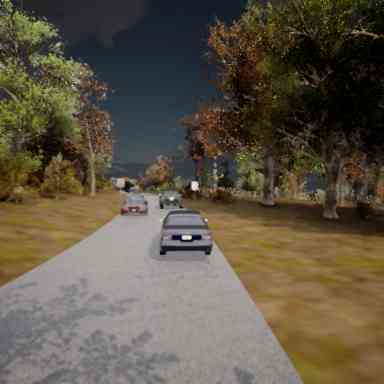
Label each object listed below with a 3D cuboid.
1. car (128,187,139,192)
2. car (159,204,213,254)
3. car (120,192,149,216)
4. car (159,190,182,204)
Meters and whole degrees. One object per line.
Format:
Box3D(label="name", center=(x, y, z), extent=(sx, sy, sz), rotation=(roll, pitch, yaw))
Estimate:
Box3D(label="car", center=(-11.492, -0.236, 65.163), extent=(1.994, 1.385, 4.181), rotation=(2, 1, -14))
Box3D(label="car", center=(-0.302, 1.423, 12.897), extent=(2.033, 1.411, 5.357), rotation=(0, 1, -3))
Box3D(label="car", center=(-4.252, 1.006, 25.279), extent=(1.994, 1.385, 4.181), rotation=(1, 2, -6))
Box3D(label="car", center=(-2.169, 0.609, 32.803), extent=(2.097, 1.767, 4.553), rotation=(1, 2, -7))
